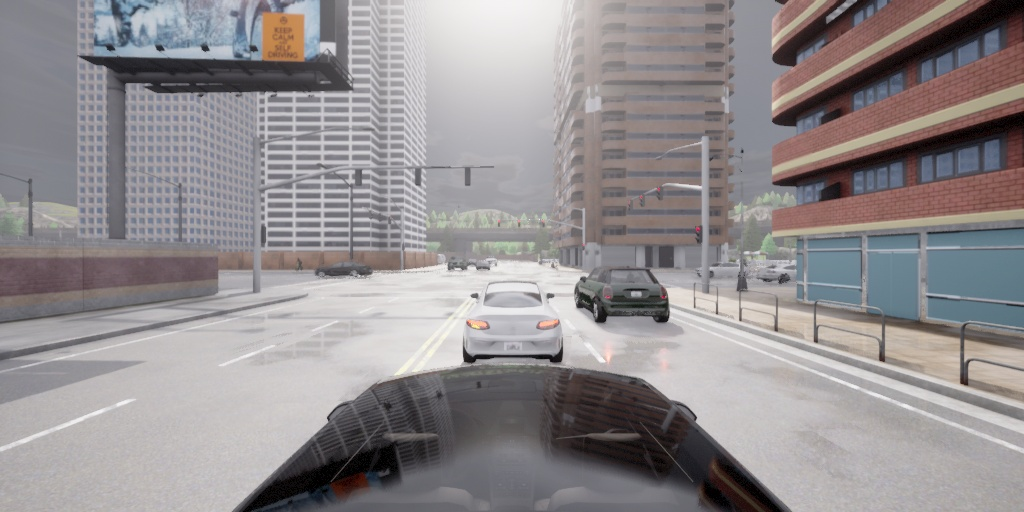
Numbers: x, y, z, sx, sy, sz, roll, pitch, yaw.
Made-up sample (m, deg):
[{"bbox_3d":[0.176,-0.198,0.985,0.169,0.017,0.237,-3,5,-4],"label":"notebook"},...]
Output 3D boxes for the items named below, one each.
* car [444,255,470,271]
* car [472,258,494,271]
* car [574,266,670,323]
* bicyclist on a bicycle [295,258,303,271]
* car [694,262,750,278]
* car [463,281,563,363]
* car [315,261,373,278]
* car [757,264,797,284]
[{"bbox_3d":[-7.481,0.962,49.411,2.150,2.045,5.566,0,0,0],"label":"car"},{"bbox_3d":[-3.944,1.288,49.370,2.033,1.411,5.357,0,0,-2],"label":"car"},{"bbox_3d":[3.494,1.100,12.236,2.097,1.767,4.553,0,0,0],"label":"car"},{"bbox_3d":[-25.994,1.042,43.769,0.582,1.620,1.656,0,0,0],"label":"bicyclist on a bicycle"},{"bbox_3d":[19.372,1.269,33.106,4.674,1.442,1.812,0,0,0],"label":"car"},{"bbox_3d":[0.014,1.274,8.019,1.812,1.442,4.674,0,0,0],"label":"car"},{"bbox_3d":[-15.428,1.221,32.916,5.008,1.535,1.882,0,0,4],"label":"car"},{"bbox_3d":[20.354,1.271,25.952,4.674,1.442,1.812,0,0,0],"label":"car"}]
